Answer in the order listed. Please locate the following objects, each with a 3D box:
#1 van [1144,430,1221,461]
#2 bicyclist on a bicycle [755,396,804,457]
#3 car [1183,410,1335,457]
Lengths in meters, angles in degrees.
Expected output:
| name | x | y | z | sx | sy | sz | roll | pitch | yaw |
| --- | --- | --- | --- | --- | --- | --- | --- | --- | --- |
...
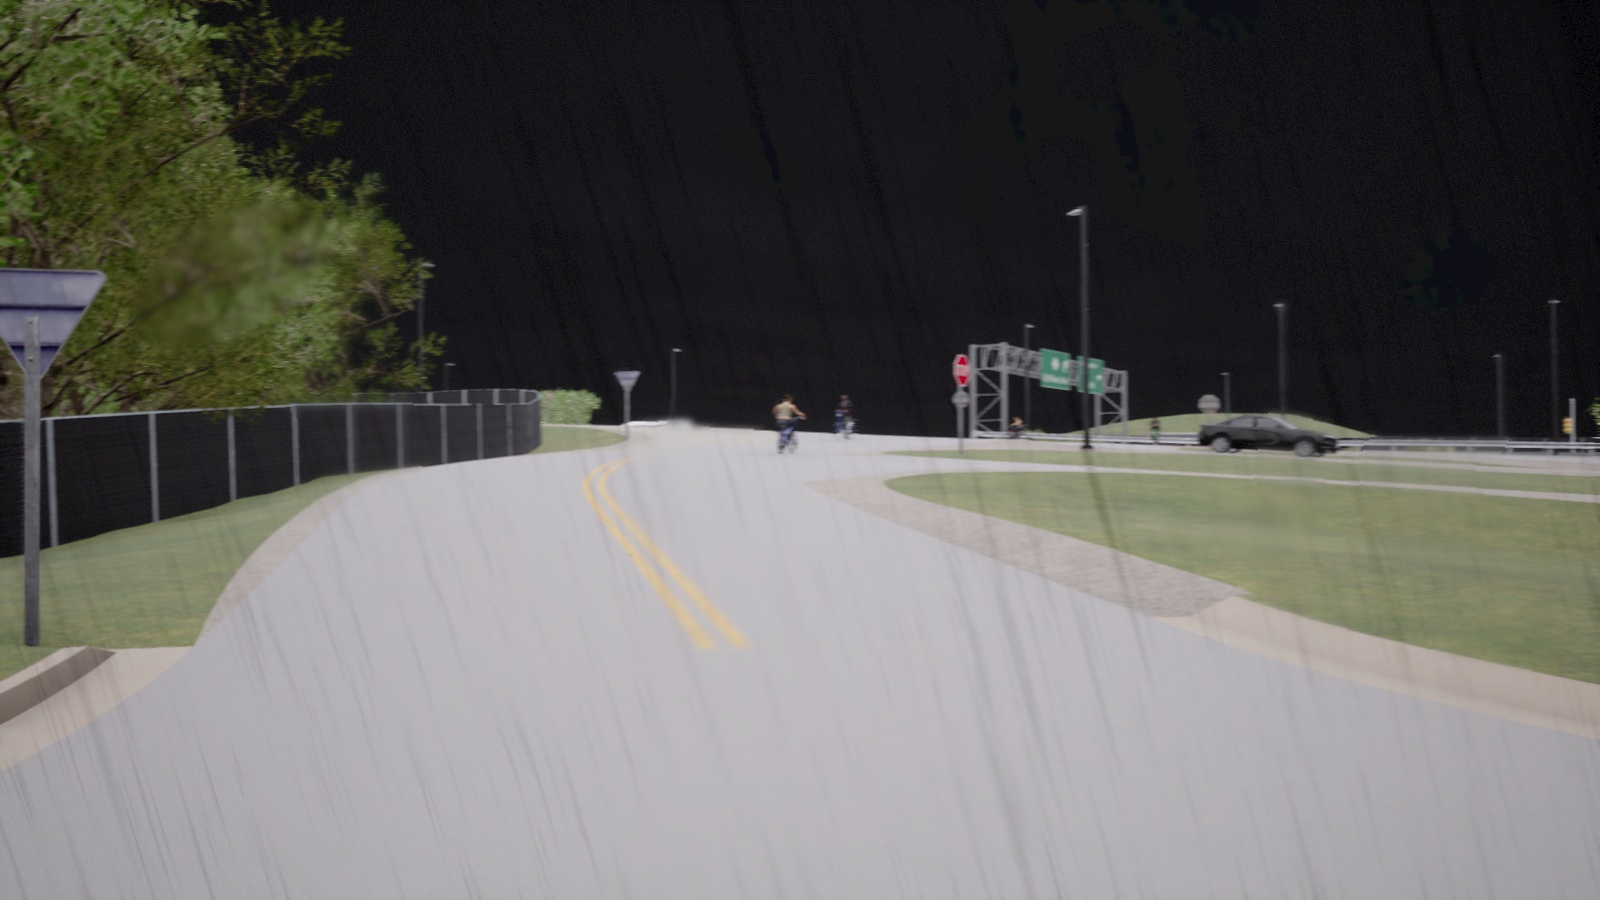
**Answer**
| name | x | y | z | sx | sy | sz | roll | pitch | yaw |
| --- | --- | --- | --- | --- | --- | --- | --- | --- | --- |
| van | 24.957 | -0.269 | 81.976 | 4.442 | 1.987 | 1.775 | 0 | -1 | 33 |
| bicyclist on a bicycle | -0.545 | -0.647 | 33.879 | 0.866 | 1.612 | 1.509 | 1 | 2 | 17 |
| car | 17.297 | -0.632 | 47.421 | 5.008 | 1.535 | 1.882 | 3 | 1 | 33 |
